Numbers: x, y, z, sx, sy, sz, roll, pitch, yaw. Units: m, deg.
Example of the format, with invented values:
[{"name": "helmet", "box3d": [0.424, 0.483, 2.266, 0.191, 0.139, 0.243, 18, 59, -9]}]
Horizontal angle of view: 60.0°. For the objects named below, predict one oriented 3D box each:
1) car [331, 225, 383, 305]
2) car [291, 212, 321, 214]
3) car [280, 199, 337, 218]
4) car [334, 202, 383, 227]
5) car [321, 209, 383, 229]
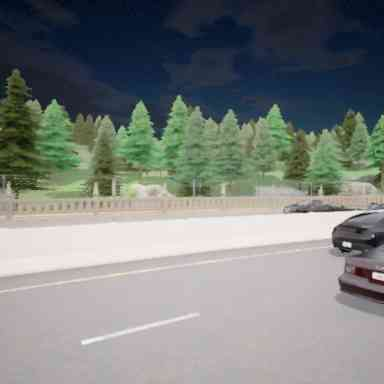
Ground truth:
[{"name": "car", "box3d": [5.452, 1.509, 7.012, 5.357, 1.411, 2.033, 0, 0, -30]}, {"name": "car", "box3d": [9.916, 1.462, 24.948, 4.718, 1.301, 1.895, 0, 0, -23]}, {"name": "car", "box3d": [10.075, 1.366, 28.751, 4.674, 1.442, 1.812, 0, 0, -22]}, {"name": "car", "box3d": [12.341, 1.426, 22.200, 5.357, 1.411, 2.033, 0, 0, -22]}, {"name": "car", "box3d": [7.132, 1.440, 11.829, 4.892, 1.490, 1.837, 0, 0, -28]}]
